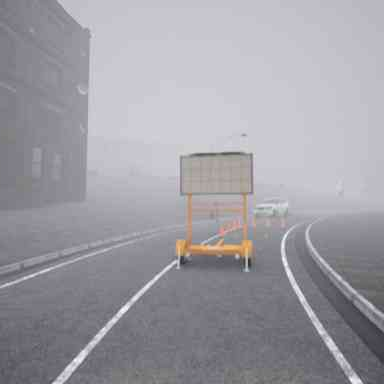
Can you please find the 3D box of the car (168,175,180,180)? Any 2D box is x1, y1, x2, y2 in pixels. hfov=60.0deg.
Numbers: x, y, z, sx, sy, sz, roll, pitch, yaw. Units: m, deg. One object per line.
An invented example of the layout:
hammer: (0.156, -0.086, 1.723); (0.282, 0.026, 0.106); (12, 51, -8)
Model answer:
car: (-2.502, -2.308, 59.819); (4.892, 1.521, 2.231); (3, -5, -33)

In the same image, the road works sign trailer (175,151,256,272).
road works sign trailer: (0.841, 0.494, 11.039); (2.380, 3.560, 2.880); (-1, 0, 12)

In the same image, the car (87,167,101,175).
car: (-16.331, -3.004, 50.915); (4.553, 1.767, 2.185); (2, -5, -33)

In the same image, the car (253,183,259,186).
car: (11.075, -1.727, 69.385); (4.553, 1.767, 2.185); (3, -5, -36)

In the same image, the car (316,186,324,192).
car: (32.412, -0.450, 87.323); (5.566, 2.045, 2.435); (4, -6, -42)

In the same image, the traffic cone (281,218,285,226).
traffic cone: (6.252, 2.061, 22.871); (0.340, 0.580, 0.340); (-2, -1, 17)

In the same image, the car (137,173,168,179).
car: (-7.136, -2.507, 56.826); (4.892, 1.521, 2.231); (2, -5, -33)

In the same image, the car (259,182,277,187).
car: (15.602, -1.311, 72.874); (4.792, 1.488, 2.163); (3, -5, -38)

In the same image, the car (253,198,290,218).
car: (8.456, 1.637, 35.124); (2.150, 2.045, 5.566); (-3, -3, 37)

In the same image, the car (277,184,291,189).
car: (19.898, -1.043, 76.328); (4.674, 1.452, 2.002); (3, -5, -39)

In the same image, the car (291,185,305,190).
car: (24.044, -0.821, 79.815); (4.892, 1.521, 2.231); (4, -6, -40)

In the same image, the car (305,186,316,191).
car: (28.272, -0.649, 83.540); (4.553, 1.767, 2.185); (4, -6, -41)
